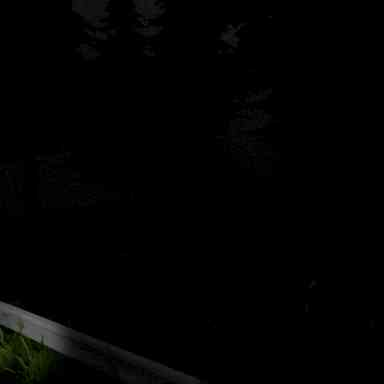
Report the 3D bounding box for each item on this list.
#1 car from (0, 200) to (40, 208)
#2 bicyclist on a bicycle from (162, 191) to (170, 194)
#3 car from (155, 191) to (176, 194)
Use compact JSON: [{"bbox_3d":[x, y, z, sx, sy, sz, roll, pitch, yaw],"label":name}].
[{"bbox_3d":[-15.028,1.435,28.720,4.181,1.385,1.994,-5,3,-34],"label":"car"},{"bbox_3d":[-2.234,0.269,28.847,0.582,1.620,1.656,1,4,-28],"label":"bicyclist on a bicycle"},{"bbox_3d":[-1.869,0.186,36.163,5.008,1.535,1.882,-5,1,-18],"label":"car"}]
